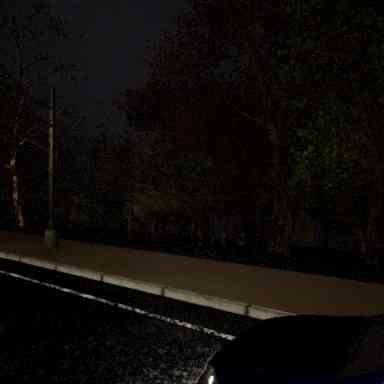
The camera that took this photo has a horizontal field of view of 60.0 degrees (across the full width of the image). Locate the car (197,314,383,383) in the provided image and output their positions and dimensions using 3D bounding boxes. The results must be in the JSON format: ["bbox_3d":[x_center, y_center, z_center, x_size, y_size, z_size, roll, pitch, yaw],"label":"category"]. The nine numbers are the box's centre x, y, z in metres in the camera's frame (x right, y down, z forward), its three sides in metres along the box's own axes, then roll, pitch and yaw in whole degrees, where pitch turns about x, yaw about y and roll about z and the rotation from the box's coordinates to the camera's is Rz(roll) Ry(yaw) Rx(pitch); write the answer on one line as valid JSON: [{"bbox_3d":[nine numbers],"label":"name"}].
[{"bbox_3d":[2.029,1.565,2.241,4.181,1.385,1.994,0,0,35],"label":"car"}]
